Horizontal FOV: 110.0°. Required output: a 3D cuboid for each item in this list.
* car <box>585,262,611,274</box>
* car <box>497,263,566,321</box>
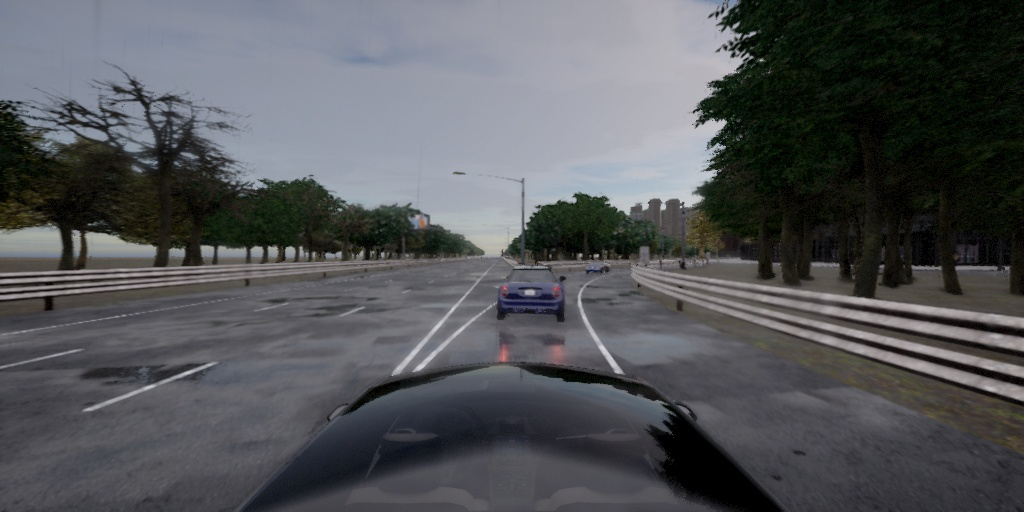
[{"bbox_3d":[9.946,1.345,41.232,2.033,1.411,5.357,0,0,28],"label":"car"},{"bbox_3d":[0.837,1.110,12.769,2.097,1.767,4.553,0,0,8],"label":"car"}]
